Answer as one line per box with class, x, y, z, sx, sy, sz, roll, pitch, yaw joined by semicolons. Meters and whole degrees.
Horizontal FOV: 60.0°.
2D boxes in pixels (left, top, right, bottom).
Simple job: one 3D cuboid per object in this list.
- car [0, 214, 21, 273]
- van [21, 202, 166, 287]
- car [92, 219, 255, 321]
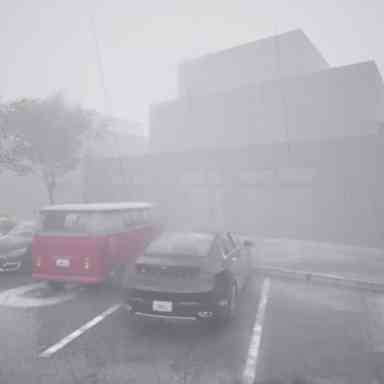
car;-4.563;1.535;10.694;2.231;1.521;4.892;-1;-1;15
van;-2.153;1.272;9.113;1.878;1.987;4.442;-1;-1;15
car;0.195;1.477;7.299;2.231;1.521;4.892;-1;-1;15
